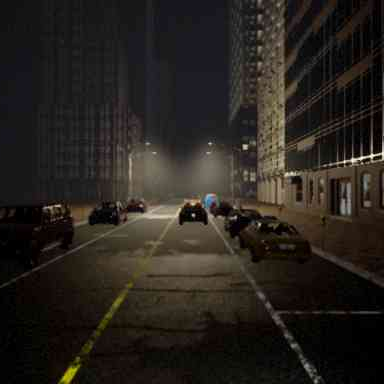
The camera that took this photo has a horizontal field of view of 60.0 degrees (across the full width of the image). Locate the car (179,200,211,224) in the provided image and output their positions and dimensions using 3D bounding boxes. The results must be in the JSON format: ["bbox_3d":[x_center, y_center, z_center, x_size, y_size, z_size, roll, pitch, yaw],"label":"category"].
[{"bbox_3d":[0.093,1.516,24.049,1.994,1.385,4.181,0,0,0],"label":"car"}]

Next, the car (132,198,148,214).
[{"bbox_3d":[-5.694,1.365,34.295,1.967,1.590,4.097,0,0,0],"label":"car"}]

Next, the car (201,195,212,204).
[{"bbox_3d":[2.677,1.368,61.094,1.752,1.417,4.829,1,0,0],"label":"car"}]

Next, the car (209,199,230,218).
[{"bbox_3d":[2.687,1.523,28.599,1.802,1.307,4.206,0,0,0],"label":"car"}]

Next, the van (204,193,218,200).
[{"bbox_3d":[2.684,1.236,44.981,1.690,1.788,3.998,0,0,0],"label":"van"}]

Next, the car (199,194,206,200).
[{"bbox_3d":[2.669,1.257,87.666,1.752,1.417,4.829,1,0,0],"label":"car"}]

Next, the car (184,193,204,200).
[{"bbox_3d":[0.087,1.259,40.599,2.097,1.767,4.553,0,0,0],"label":"car"}]

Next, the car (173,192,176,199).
[{"bbox_3d":[-5.710,1.307,82.184,2.008,1.369,4.403,1,0,0],"label":"car"}]

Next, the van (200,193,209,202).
[{"bbox_3d":[2.676,1.144,71.553,1.690,1.788,3.998,1,0,0],"label":"van"}]

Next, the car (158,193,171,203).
[{"bbox_3d":[-5.705,1.368,66.247,1.887,1.381,4.507,1,0,0],"label":"car"}]

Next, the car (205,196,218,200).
[{"bbox_3d":[2.685,1.470,34.285,1.887,1.381,4.507,0,0,0],"label":"car"}]

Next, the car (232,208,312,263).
[{"bbox_3d":[2.692,1.505,11.713,1.752,1.417,4.829,0,0,0],"label":"car"}]

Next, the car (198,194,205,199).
[{"bbox_3d":[2.668,1.253,92.810,1.887,1.381,4.507,1,0,0],"label":"car"}]

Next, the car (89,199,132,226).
[{"bbox_3d":[-5.691,1.395,22.923,1.967,1.590,4.097,0,0,0],"label":"car"}]

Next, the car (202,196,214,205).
[{"bbox_3d":[2.678,1.444,55.611,1.802,1.307,4.206,1,0,0],"label":"car"}]

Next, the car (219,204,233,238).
[{"bbox_3d":[2.690,1.535,17.230,1.947,1.339,4.313,0,0,0],"label":"car"}]

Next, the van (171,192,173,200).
[{"bbox_3d":[-5.705,1.143,71.558,1.690,1.788,3.998,1,0,0],"label":"van"}]

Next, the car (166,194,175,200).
[{"bbox_3d":[-5.711,1.283,87.498,2.008,1.369,4.403,1,0,0],"label":"car"}]

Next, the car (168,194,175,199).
[{"bbox_3d":[-5.713,1.289,92.811,1.802,1.307,4.206,1,0,0],"label":"car"}]

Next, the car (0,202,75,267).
[{"bbox_3d":[-5.687,1.295,11.550,2.192,1.841,5.009,0,0,0],"label":"car"}]
